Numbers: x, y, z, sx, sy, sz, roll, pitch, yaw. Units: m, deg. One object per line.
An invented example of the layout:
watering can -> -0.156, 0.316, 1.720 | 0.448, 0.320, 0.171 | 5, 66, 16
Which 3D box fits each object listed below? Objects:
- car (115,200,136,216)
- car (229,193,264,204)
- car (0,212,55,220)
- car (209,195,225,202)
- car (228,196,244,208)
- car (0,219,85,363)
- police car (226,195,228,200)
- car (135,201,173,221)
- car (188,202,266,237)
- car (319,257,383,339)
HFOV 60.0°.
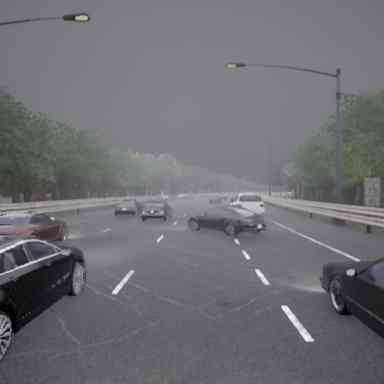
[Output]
car -> -5.757, 1.454, 31.027 | 1.994, 1.385, 4.181 | 0, 0, 4
car -> 4.266, 1.127, 25.765 | 2.150, 2.045, 5.566 | 0, 0, 4
car -> -6.670, 1.512, 13.485 | 1.994, 1.385, 4.181 | 0, 0, 2
car -> 4.247, 1.297, 59.661 | 2.128, 1.511, 4.902 | 0, 0, 10
car -> 6.149, 1.386, 47.001 | 2.033, 1.411, 5.357 | 0, 0, 7
car -> -3.337, 1.468, 5.611 | 2.128, 1.511, 4.902 | 0, 0, 1
police car -> 5.065, 1.377, 36.381 | 2.038, 1.542, 4.974 | 0, 0, 5
car -> -2.621, 1.454, 25.789 | 2.033, 1.411, 5.357 | 0, 0, 4
car -> 1.741, 1.459, 17.587 | 1.812, 1.442, 4.674 | 0, 0, -39
car -> 3.511, 1.530, 4.402 | 2.033, 1.411, 5.357 | 0, 0, 1
